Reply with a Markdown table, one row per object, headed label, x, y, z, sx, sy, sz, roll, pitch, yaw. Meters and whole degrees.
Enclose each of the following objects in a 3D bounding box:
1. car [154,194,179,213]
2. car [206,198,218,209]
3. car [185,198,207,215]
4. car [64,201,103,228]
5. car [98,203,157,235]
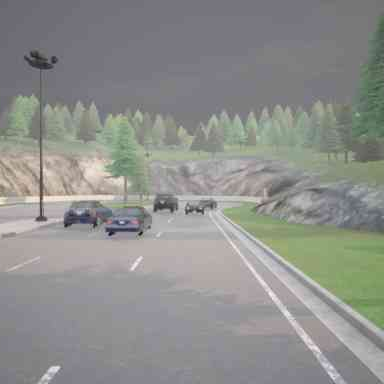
| label | x | y | z | sx | sy | sz | roll | pitch | yaw |
| --- | --- | --- | --- | --- | --- | --- | --- | --- | --- |
| car | -2.868 | 1.221 | 37.766 | 2.150 | 2.045 | 5.566 | 0 | 0 | 6 |
| car | 2.176 | 1.492 | 44.400 | 2.128 | 1.511 | 4.902 | 0 | 0 | 14 |
| car | 0.330 | 1.601 | 34.261 | 1.895 | 1.301 | 4.718 | 0 | 0 | 2 |
| car | -6.898 | 1.351 | 22.493 | 2.097 | 1.767 | 4.553 | 0 | 0 | 0 |
| car | -3.400 | 1.547 | 18.649 | 2.033 | 1.411 | 5.357 | 0 | 0 | 0 |
